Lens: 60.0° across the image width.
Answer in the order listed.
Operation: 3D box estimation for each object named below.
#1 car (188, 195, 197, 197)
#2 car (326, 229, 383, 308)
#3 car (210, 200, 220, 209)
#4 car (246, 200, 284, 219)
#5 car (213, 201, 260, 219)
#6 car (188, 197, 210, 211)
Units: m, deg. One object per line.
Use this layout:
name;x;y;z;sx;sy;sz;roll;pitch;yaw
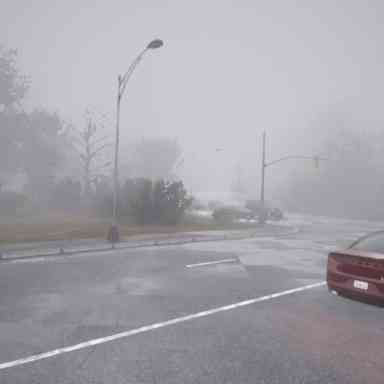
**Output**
car;0.148;1.328;65.884;1.837;1.490;4.892;2;2;-8
car;5.041;1.555;7.383;5.008;1.535;1.882;1;-1;-35
car;3.693;1.975;49.817;1.837;1.490;4.892;2;1;-16
car;7.986;1.927;37.704;2.150;2.045;5.566;3;-1;-22
car;4.737;2.104;36.316;2.033;1.411;5.357;3;-1;-23
car;0.558;1.948;48.010;1.895;1.301;4.718;2;1;-17
